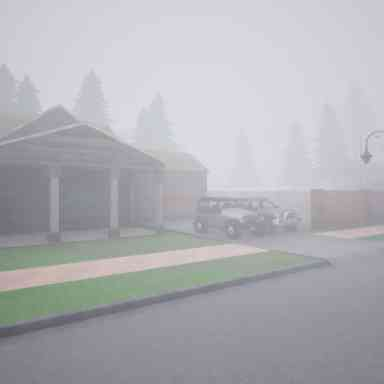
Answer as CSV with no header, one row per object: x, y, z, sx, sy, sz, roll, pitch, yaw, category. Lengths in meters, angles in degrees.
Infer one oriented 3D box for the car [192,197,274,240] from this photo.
1.684,1.176,16.093,1.905,1.878,3.866,0,0,-36,car

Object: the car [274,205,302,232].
3.494,1.174,17.880,1.932,1.855,4.605,0,0,-36,car
